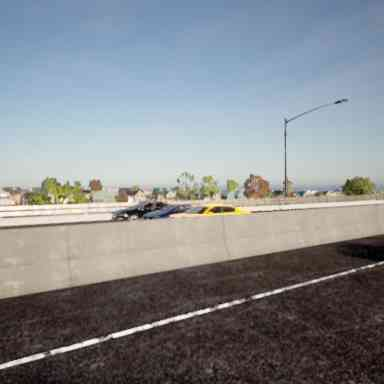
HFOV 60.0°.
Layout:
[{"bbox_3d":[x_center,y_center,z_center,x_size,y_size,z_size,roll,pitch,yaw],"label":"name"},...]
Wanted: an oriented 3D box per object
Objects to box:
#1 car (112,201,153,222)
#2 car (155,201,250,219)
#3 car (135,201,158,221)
[{"bbox_3d":[-3.114,1.382,23.134,4.892,1.490,1.837,-1,0,-35],"label":"car"},{"bbox_3d":[0.886,1.355,17.389,5.008,1.535,1.882,-1,0,-35],"label":"car"},{"bbox_3d":[-0.981,1.439,20.353,4.181,1.385,1.994,-1,0,-35],"label":"car"}]
